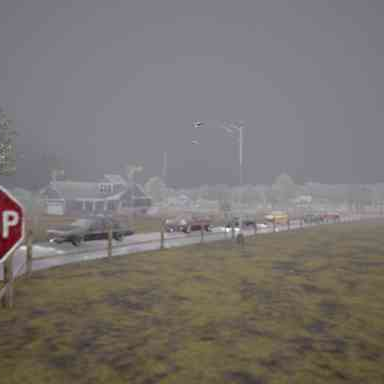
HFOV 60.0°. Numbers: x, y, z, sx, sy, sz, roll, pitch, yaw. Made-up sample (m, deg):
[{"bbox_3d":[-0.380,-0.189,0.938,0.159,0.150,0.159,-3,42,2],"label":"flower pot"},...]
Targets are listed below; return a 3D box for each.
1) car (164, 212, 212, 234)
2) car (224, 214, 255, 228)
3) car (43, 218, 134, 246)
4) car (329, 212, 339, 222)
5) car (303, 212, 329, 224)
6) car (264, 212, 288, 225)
[{"bbox_3d":[-0.259,2.400,27.122,2.097,1.767,4.553,-1,-3,35],"label":"car"},{"bbox_3d":[5.065,2.985,34.587,1.994,1.385,4.181,-1,-3,35],"label":"car"},{"bbox_3d":[-5.753,2.217,19.333,2.033,1.411,5.357,0,-3,34],"label":"car"},{"bbox_3d":[22.901,4.002,54.548,1.882,1.535,5.008,-1,-3,35],"label":"car"},{"bbox_3d":[16.958,3.577,46.206,2.128,1.511,4.902,-1,-3,36],"label":"car"},{"bbox_3d":[10.863,3.315,42.674,1.882,1.535,5.008,-1,-3,36],"label":"car"}]
